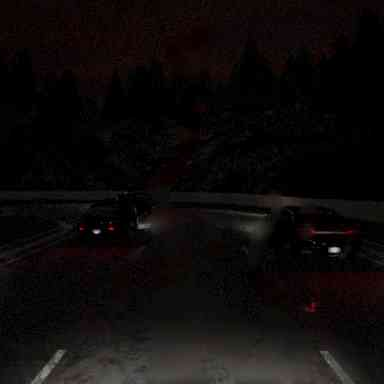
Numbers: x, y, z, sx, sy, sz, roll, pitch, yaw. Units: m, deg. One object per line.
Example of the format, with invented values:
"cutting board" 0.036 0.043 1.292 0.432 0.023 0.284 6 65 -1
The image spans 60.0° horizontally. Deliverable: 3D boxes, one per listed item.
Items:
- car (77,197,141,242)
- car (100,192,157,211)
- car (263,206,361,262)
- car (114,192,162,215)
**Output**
"car" -3.469 1.155 14.049 1.812 1.442 4.674 0 1 -2
"car" -5.573 0.742 29.089 4.892 1.490 1.837 1 0 29
"car" 3.647 1.205 10.948 2.128 1.511 4.902 0 1 0
"car" -4.228 0.847 24.014 1.882 1.535 5.008 -1 2 -43
